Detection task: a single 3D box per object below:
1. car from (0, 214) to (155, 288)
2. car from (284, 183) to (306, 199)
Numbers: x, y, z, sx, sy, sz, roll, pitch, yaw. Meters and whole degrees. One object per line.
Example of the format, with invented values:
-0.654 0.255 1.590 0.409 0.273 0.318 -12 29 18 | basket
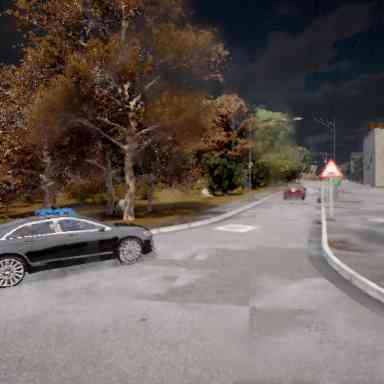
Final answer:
-3.405 1.325 8.840 4.902 1.511 2.128 -5 2 -33 | car
11.156 -0.226 35.898 2.097 1.767 4.553 0 3 21 | car
